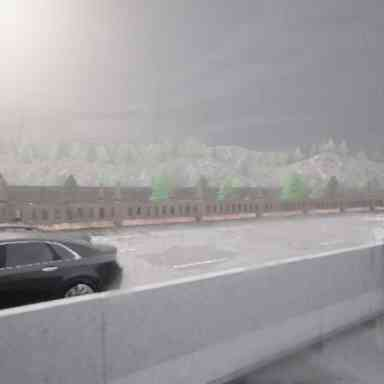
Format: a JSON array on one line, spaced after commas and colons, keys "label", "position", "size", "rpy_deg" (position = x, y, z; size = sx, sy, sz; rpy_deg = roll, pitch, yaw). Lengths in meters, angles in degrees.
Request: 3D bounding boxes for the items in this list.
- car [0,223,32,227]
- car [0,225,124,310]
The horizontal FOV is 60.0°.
[{"label": "car", "position": [-5.352, 1.548, 8.774], "size": [5.357, 1.411, 2.033], "rpy_deg": [0, 0, -36]}, {"label": "car", "position": [-3.619, 1.505, 5.711], "size": [4.892, 1.490, 1.837], "rpy_deg": [0, 0, -35]}]
